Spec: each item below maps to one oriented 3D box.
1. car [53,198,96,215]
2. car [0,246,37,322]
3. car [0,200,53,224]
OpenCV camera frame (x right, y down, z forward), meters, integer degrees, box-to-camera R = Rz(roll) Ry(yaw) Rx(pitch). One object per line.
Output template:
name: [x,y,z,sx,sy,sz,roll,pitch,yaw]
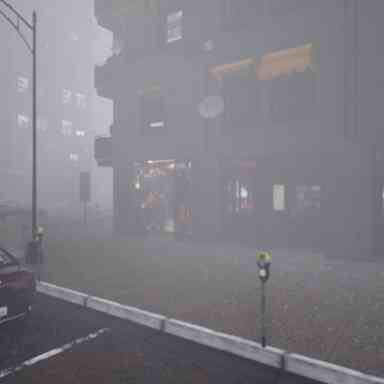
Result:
car: [-11.103,1.243,30.608,1.752,1.417,4.829,1,1,35]
car: [-4.627,1.550,6.173,4.403,1.369,2.008,0,0,35]
car: [-11.411,1.436,20.440,1.895,1.301,4.718,0,1,34]
